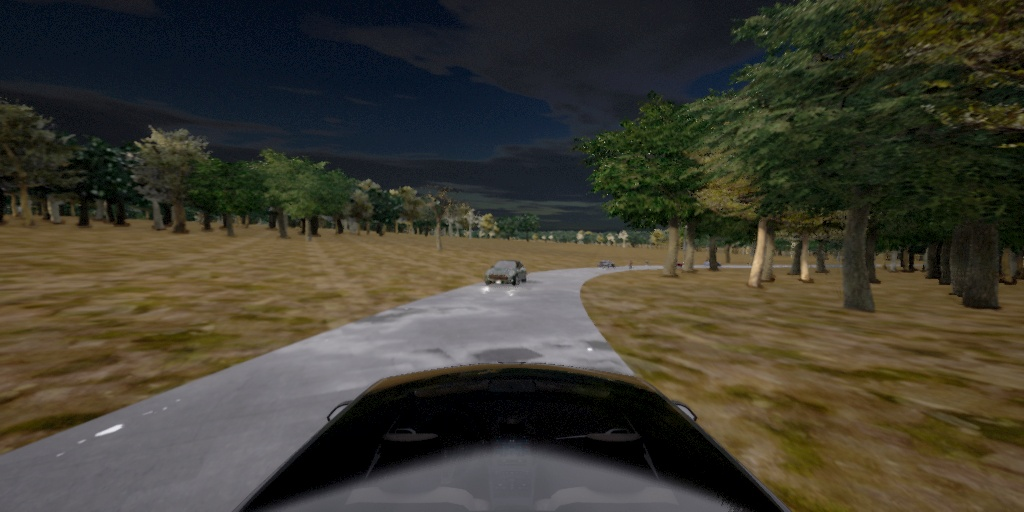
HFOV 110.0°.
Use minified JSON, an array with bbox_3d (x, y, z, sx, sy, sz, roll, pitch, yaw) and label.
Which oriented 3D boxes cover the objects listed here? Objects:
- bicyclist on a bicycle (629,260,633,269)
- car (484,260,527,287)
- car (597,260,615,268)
[{"bbox_3d":[20.199,1.477,60.902,0.582,1.620,1.656,3,1,36],"label":"bicyclist on a bicycle"},{"bbox_3d":[-0.328,1.049,24.505,2.097,1.767,4.553,1,0,14],"label":"car"},{"bbox_3d":[16.292,1.392,62.001,1.994,1.385,4.181,3,1,35],"label":"car"}]
